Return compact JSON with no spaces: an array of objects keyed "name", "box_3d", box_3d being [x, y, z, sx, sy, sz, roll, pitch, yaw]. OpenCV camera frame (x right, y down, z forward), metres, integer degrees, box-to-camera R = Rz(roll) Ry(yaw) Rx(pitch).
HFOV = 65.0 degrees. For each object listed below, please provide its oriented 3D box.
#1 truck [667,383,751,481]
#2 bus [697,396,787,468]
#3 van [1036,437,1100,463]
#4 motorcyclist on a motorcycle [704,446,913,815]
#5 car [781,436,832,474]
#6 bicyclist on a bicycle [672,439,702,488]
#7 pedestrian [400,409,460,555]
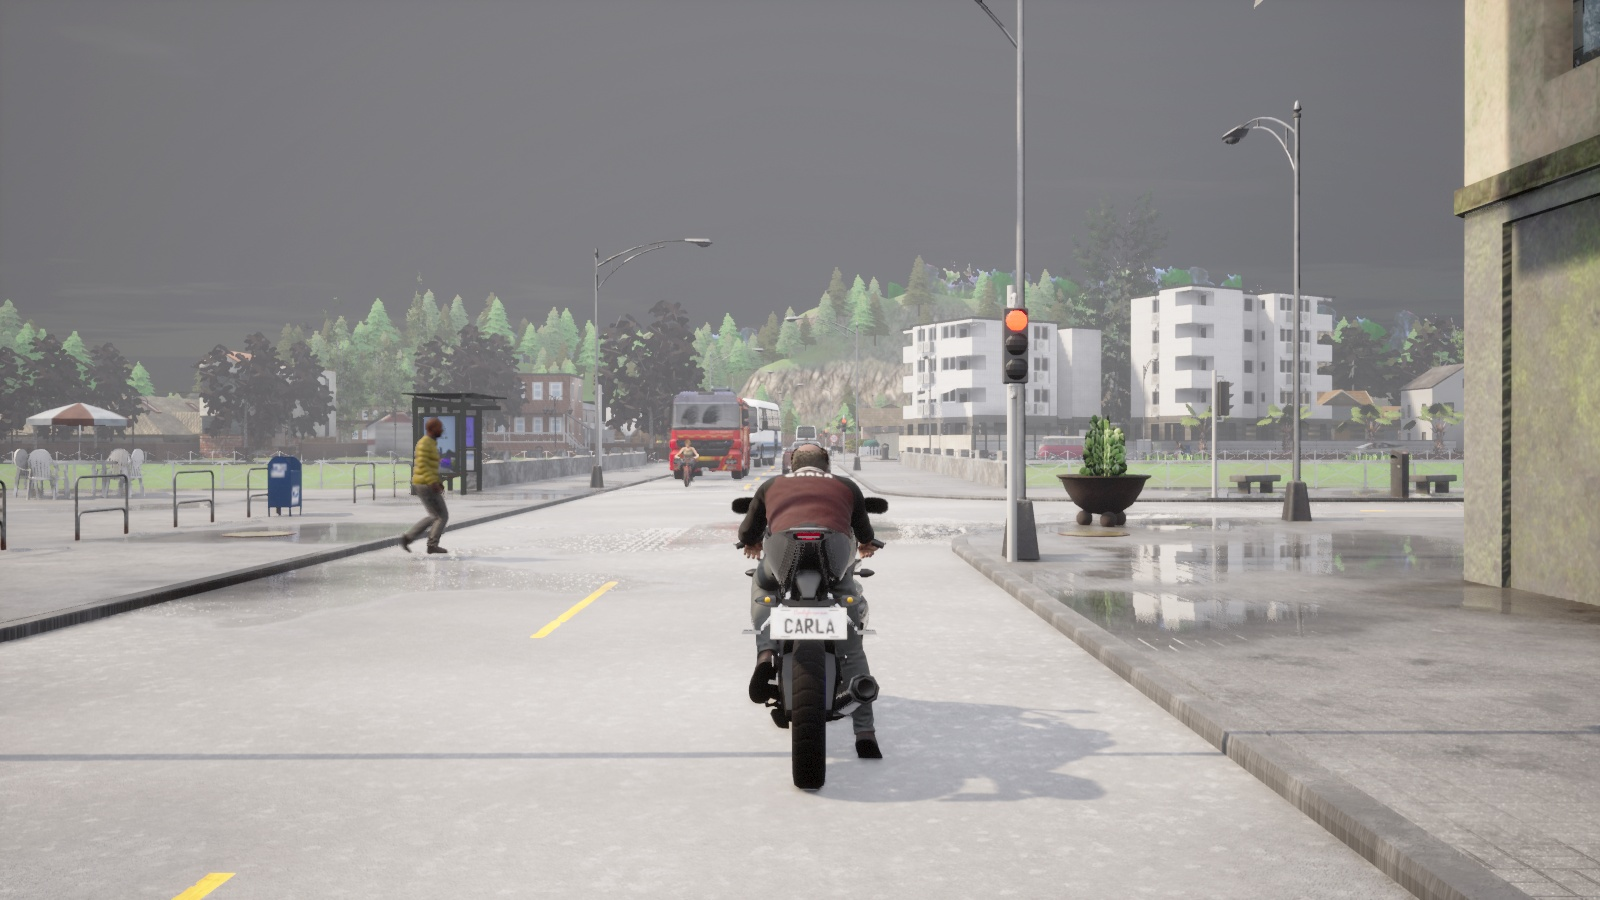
[{"name":"truck","box_3d":[-3.723,-0.722,53.359,2.891,3.827,8.468,0,0,0]},{"name":"bus","box_3d":[-3.520,-1.084,79.952,3.944,4.253,10.273,0,0,7]},{"name":"van","box_3d":[20.241,-0.021,95.067,4.442,1.987,1.775,0,0,0]},{"name":"motorcyclist on a motorcycle","box_3d":[0.047,0.746,6.323,0.866,1.530,2.191,0,0,1]},{"name":"car","box_3d":[0.291,0.207,56.406,2.152,1.651,5.027,0,0,0]},{"name":"bicyclist on a bicycle","box_3d":[-3.778,0.443,42.014,0.866,1.612,1.509,0,0,0]},{"name":"pedestrian","box_3d":[-4.726,0.396,16.041,0.726,1.835,0.370,0,0,-16]}]
